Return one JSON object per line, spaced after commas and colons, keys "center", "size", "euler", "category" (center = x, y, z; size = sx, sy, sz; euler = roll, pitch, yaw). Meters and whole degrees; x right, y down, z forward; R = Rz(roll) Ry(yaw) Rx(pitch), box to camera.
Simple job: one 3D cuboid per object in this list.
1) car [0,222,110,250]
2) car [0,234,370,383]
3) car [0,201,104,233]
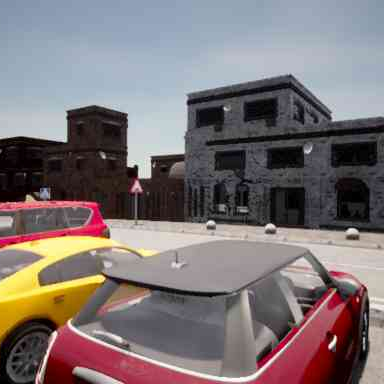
{"center": [-1.839, 1.490, 5.543], "size": [2.097, 1.535, 5.008], "euler": [0, 0, 34], "category": "car"}
{"center": [0.669, 1.350, 3.834], "size": [2.185, 1.767, 4.553], "euler": [0, 0, 34], "category": "car"}
{"center": [-4.279, 1.253, 7.146], "size": [2.435, 2.045, 5.566], "euler": [-1, 0, 34], "category": "car"}
